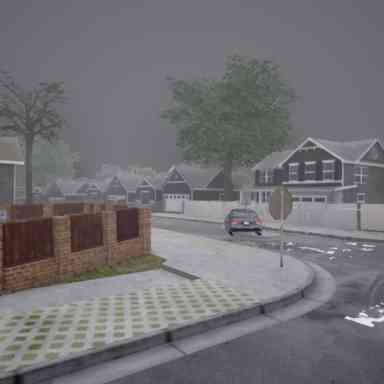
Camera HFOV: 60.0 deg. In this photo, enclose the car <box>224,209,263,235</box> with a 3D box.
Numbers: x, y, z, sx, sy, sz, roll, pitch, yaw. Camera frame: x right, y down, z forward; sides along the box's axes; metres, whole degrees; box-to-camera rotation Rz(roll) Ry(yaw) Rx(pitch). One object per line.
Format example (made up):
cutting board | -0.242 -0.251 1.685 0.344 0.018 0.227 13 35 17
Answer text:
car | 3.002 1.731 19.817 2.033 1.411 5.357 1 -1 3
